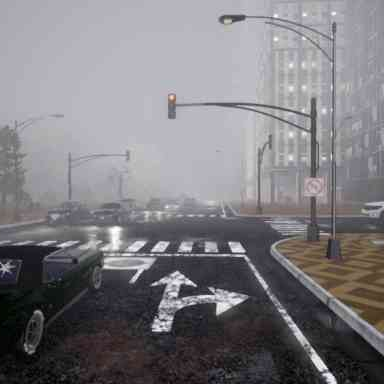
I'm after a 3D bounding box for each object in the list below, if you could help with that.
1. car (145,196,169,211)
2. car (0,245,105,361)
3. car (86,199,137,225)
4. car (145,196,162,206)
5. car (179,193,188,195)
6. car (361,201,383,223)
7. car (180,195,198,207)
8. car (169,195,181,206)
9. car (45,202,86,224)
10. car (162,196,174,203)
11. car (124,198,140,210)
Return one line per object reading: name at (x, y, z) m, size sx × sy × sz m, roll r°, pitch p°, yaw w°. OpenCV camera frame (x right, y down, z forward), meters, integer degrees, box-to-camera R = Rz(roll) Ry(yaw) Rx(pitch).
car at (-4.404, 1.495, 40.579) m, size 1.837 × 1.490 × 4.892 m, roll 0°, pitch 0°, yaw 5°
car at (-3.043, 1.600, 5.946) m, size 1.895 × 1.301 × 4.718 m, roll 0°, pitch 0°, yaw 1°
car at (-5.675, 1.483, 24.056) m, size 1.837 × 1.490 × 4.892 m, roll 0°, pitch 0°, yaw 4°
car at (-6.414, 1.470, 56.142) m, size 1.882 × 1.535 × 5.008 m, roll 0°, pitch 1°, yaw 5°
car at (-1.852, 1.216, 71.467) m, size 2.150 × 2.045 × 5.566 m, roll 0°, pitch 0°, yaw 5°
car at (14.830, 1.059, 22.949) m, size 5.566 × 2.045 × 2.150 m, roll 0°, pitch 0°, yaw 5°
car at (-0.200, 1.540, 49.942) m, size 2.033 × 1.411 × 5.357 m, roll 0°, pitch 0°, yaw 4°
car at (-3.174, 1.594, 55.892) m, size 1.895 × 1.301 × 4.718 m, roll 0°, pitch 0°, yaw 5°
car at (-8.907, 1.480, 24.384) m, size 2.128 × 1.511 × 4.902 m, roll 0°, pitch 0°, yaw 4°
car at (-5.142, 1.586, 71.085) m, size 1.895 × 1.301 × 4.718 m, roll 0°, pitch 0°, yaw 5°
car at (-7.676, 1.494, 40.426) m, size 1.837 × 1.490 × 4.892 m, roll 0°, pitch 0°, yaw 5°
